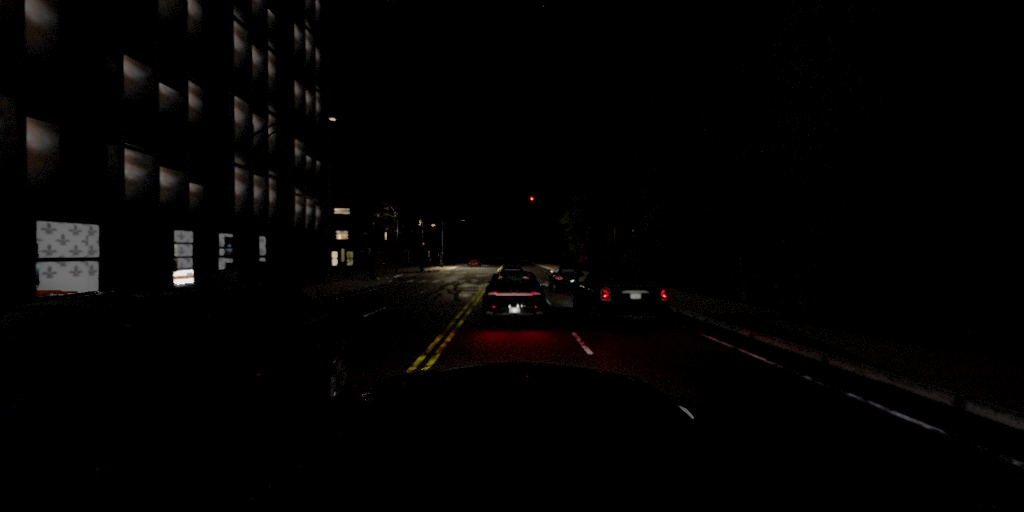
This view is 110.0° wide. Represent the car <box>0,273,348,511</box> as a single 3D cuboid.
[{"bbox_3d":[-3.353,1.101,3.142,2.097,1.767,4.553,0,0,0],"label":"car"}]

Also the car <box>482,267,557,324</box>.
[{"bbox_3d":[0.062,1.243,12.039,2.128,1.511,4.902,0,0,0],"label":"car"}]

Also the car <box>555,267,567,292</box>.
[{"bbox_3d":[3.273,1.320,21.185,1.994,1.385,4.181,0,0,0],"label":"car"}]

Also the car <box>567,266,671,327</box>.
[{"bbox_3d":[3.312,1.105,11.742,2.097,1.767,4.553,0,0,0],"label":"car"}]
